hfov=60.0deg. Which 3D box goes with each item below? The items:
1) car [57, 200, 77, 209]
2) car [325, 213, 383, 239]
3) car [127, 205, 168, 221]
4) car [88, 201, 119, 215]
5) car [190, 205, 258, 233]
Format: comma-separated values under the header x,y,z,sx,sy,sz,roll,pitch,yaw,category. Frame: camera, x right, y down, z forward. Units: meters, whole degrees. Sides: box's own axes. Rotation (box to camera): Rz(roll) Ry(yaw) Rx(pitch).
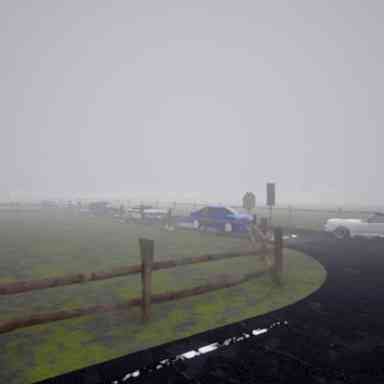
x,y,z,sx,sy,sz,roll,pitch,yaw,category
-18.763,1.855,49.823,1.895,1.301,4.718,0,0,-35,car
9.141,1.696,16.491,4.718,1.301,1.895,0,0,26,car
-3.839,1.756,28.625,1.895,1.301,4.718,0,0,-35,car
-10.006,1.739,37.324,2.033,1.411,5.357,0,0,-35,car
1.858,1.602,20.632,1.882,1.535,5.008,0,0,-36,car
